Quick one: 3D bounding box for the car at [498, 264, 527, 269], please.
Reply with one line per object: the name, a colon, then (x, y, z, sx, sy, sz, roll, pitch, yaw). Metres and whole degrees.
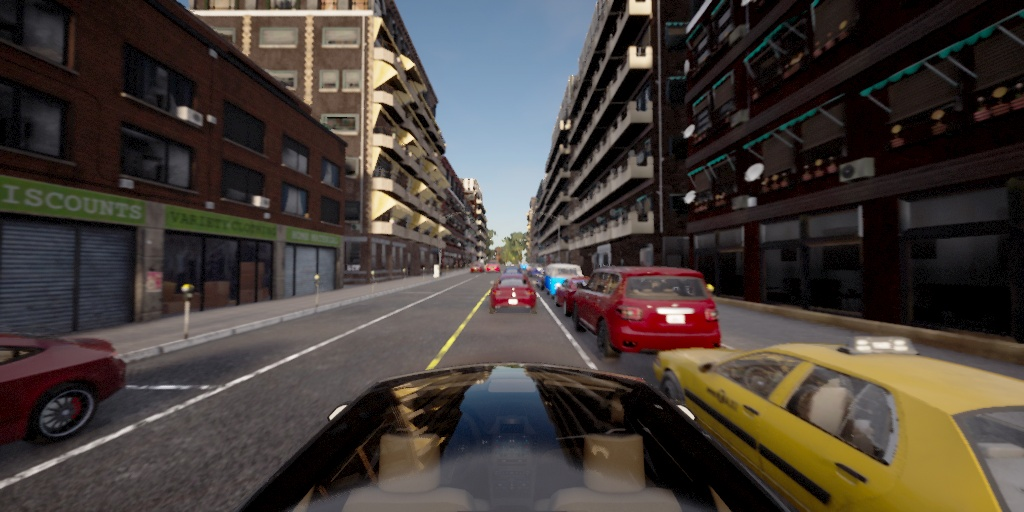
car: (0.061, 1.664, 29.871, 1.812, 1.442, 4.674, 0, -1, 1)

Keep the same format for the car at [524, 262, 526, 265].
car: (3.130, 1.777, 50.457, 2.097, 1.767, 4.553, 0, -1, 0)

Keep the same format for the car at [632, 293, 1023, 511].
car: (2.691, 1.289, 2.908, 1.751, 1.417, 4.829, 0, 0, 0)

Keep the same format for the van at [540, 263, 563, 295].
van: (2.698, 1.336, 19.450, 1.690, 1.789, 3.998, 0, 0, 0)

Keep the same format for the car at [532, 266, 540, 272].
car: (2.699, 1.622, 25.021, 2.007, 1.370, 4.403, 0, 0, 0)

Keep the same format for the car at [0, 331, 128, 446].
car: (-5.690, 1.347, 2.781, 1.802, 1.307, 4.207, 0, 0, 0)

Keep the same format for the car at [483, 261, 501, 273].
car: (-3.038, 1.758, 58.551, 2.150, 2.045, 5.566, 0, -1, 1)

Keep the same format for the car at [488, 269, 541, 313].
car: (0.055, 1.457, 14.864, 1.812, 1.442, 4.674, 0, -1, 0)

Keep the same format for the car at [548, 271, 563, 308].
car: (2.695, 1.463, 13.880, 1.888, 1.381, 4.507, 0, 0, 0)

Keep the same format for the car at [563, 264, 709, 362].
car: (2.694, 1.156, 8.309, 2.192, 1.841, 5.009, 0, 0, 0)

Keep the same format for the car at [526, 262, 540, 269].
car: (3.128, 1.680, 43.457, 2.097, 1.767, 4.553, 0, -1, 0)

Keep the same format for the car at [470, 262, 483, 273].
car: (-5.669, 1.851, 58.488, 2.192, 1.841, 5.009, 0, 0, 0)
